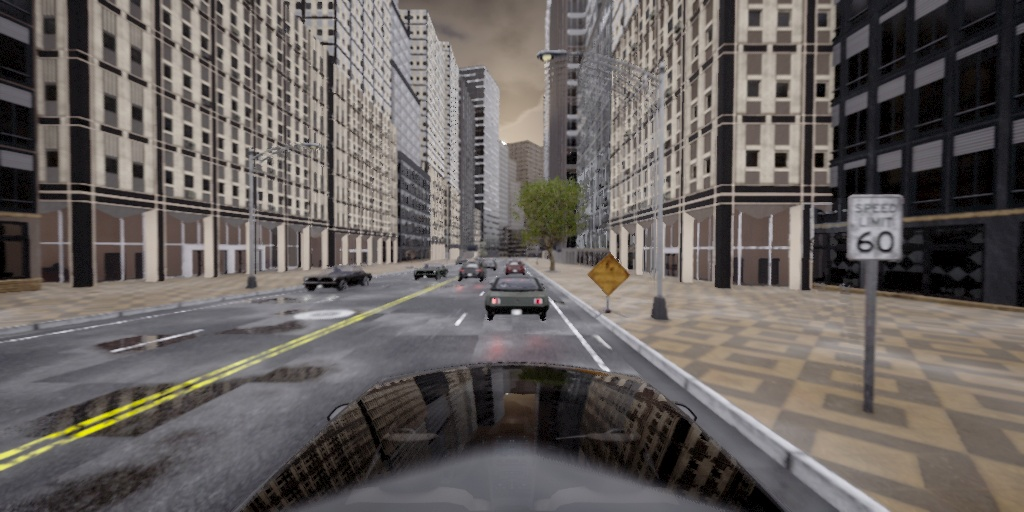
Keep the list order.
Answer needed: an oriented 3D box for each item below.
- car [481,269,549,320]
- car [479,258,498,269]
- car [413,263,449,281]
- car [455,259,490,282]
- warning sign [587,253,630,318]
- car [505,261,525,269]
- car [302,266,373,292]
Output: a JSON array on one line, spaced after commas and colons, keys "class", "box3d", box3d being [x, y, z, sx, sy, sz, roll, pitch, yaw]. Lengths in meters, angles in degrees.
[{"class": "car", "box3d": [0.156, 1.313, 12.449, 1.895, 1.301, 4.718, 0, 0, 0]}, {"class": "car", "box3d": [-2.881, 1.124, 46.272, 2.033, 1.411, 5.357, 0, 0, 0]}, {"class": "car", "box3d": [-6.387, 1.225, 28.639, 1.895, 1.301, 4.718, 0, 0, 1]}, {"class": "car", "box3d": [-2.995, 1.168, 27.879, 1.812, 1.442, 4.674, 0, 0, 0]}, {"class": "warning sign", "box3d": [2.894, 0.845, 10.881, 1.300, 1.860, 1.060, 0, 0, 0]}, {"class": "car", "box3d": [0.298, 1.157, 34.912, 1.812, 1.442, 4.674, 0, 0, 0]}, {"class": "car", "box3d": [-9.734, 1.239, 20.376, 1.895, 1.301, 4.718, 0, 0, 1]}]
